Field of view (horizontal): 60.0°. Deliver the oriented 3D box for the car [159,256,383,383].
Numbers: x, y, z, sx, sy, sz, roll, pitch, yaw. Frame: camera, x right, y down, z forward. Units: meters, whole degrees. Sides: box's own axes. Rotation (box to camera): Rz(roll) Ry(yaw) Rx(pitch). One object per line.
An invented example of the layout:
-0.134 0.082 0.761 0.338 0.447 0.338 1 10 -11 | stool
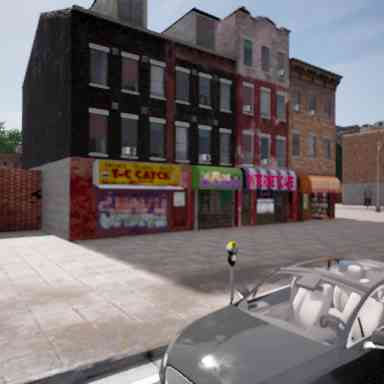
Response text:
1.702 1.557 4.012 4.403 1.369 2.008 0 0 -35 | car
